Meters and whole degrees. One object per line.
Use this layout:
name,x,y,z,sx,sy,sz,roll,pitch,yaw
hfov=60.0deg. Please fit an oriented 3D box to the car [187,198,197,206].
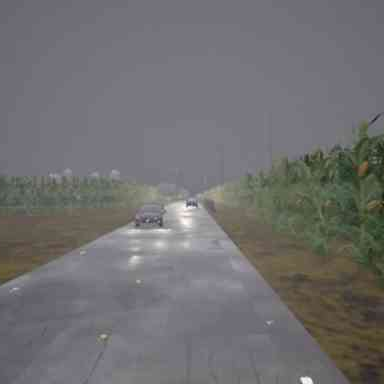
car,-0.025,1.846,62.562,1.812,1.442,4.674,0,-1,0

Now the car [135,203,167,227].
car,-2.798,1.590,23.452,1.837,1.490,4.892,0,-1,1

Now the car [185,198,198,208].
car,-0.022,1.710,52.140,1.882,1.535,5.008,0,0,0
